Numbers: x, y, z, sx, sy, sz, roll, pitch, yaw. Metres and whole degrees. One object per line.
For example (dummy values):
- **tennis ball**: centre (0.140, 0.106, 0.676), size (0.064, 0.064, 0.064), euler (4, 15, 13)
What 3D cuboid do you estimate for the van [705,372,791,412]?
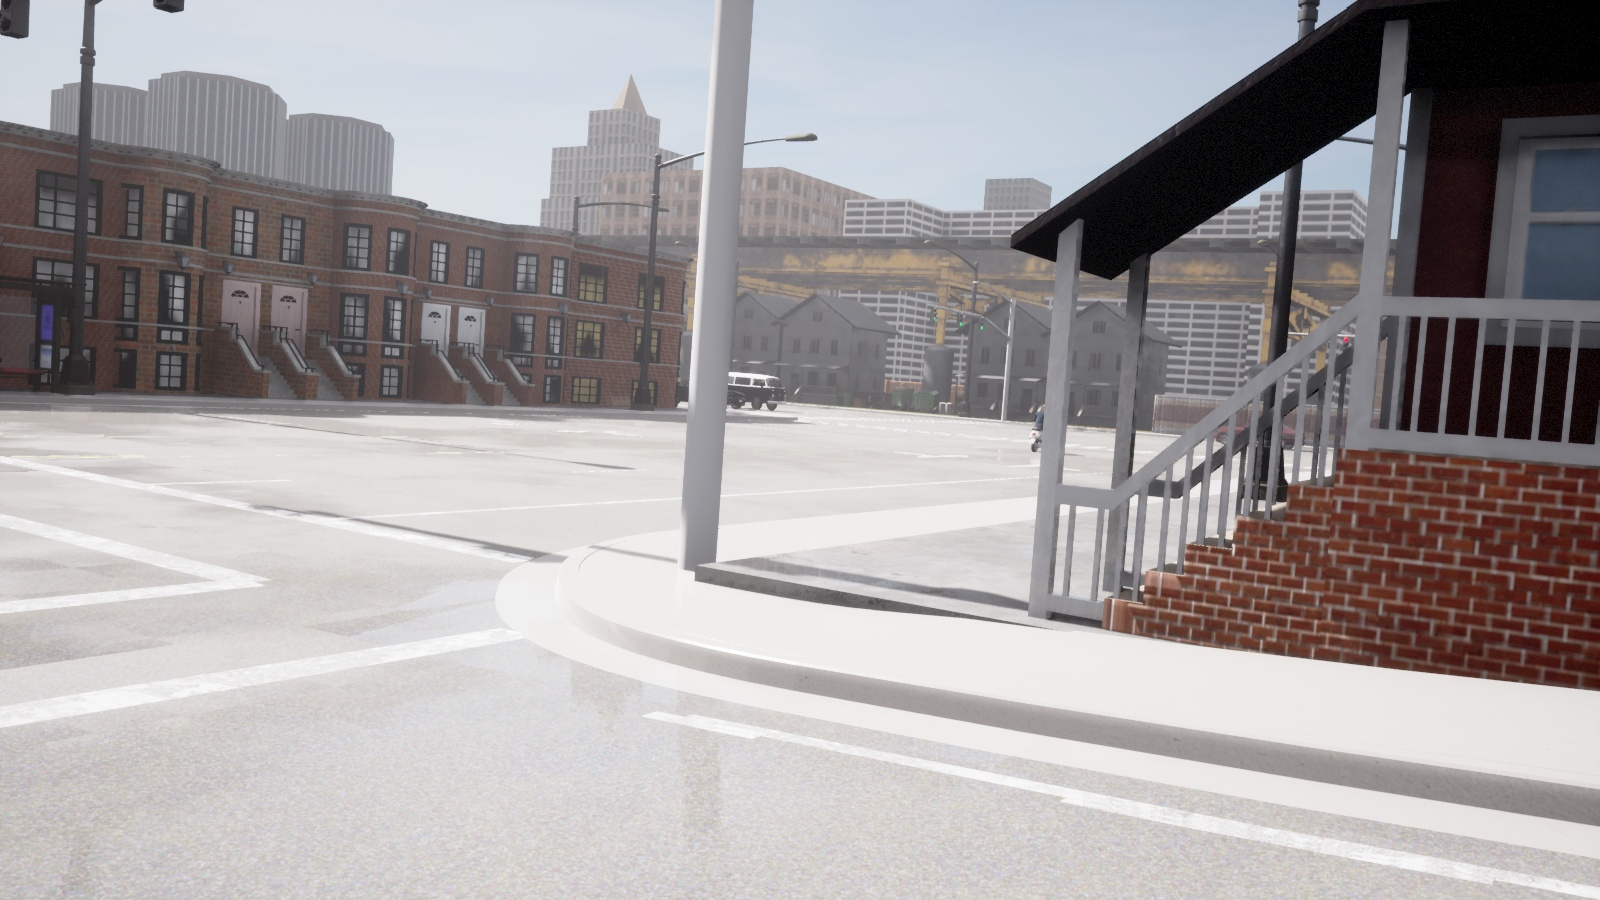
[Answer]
- **van**: centre (-3.018, -3.350, 72.557), size (4.480, 2.038, 2.069), euler (5, 4, 34)

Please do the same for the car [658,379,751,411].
- **car**: centre (-5.341, -3.072, 69.899), size (5.008, 1.535, 1.882), euler (5, 4, 34)

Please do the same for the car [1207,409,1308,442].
- **car**: centre (24.363, -1.300, 66.882), size (4.674, 1.442, 1.812), euler (5, 4, 34)

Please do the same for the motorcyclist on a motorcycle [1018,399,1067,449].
- **motorcyclist on a motorcycle**: centre (8.084, -0.857, 41.774), size (0.866, 1.590, 1.817), euler (5, 4, 34)
